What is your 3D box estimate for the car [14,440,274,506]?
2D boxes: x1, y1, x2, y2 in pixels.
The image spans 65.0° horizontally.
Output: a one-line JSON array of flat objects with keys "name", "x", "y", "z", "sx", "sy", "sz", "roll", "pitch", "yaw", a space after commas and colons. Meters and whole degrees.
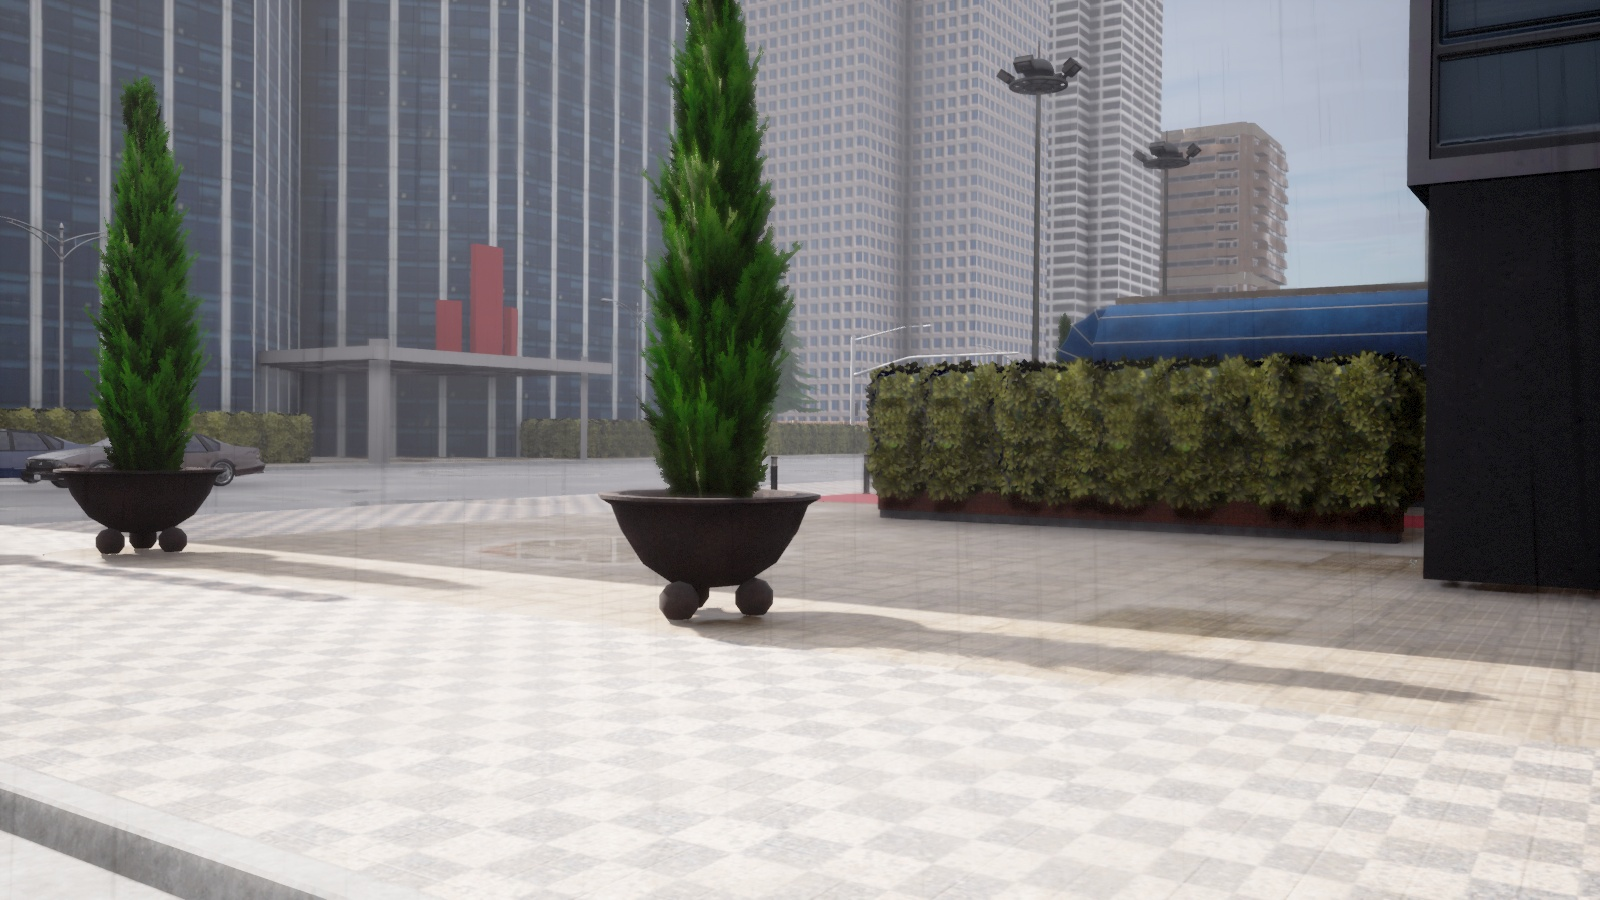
[{"name": "car", "x": -15.983, "y": 0.501, "z": 30.944, "sx": 2.033, "sy": 1.411, "sz": 5.357, "roll": 0, "pitch": 1, "yaw": 33}]

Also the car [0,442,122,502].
[{"name": "car", "x": -20.038, "y": 0.535, "z": 31.129, "sx": 2.033, "sy": 1.411, "sz": 5.357, "roll": 0, "pitch": 1, "yaw": 33}]
